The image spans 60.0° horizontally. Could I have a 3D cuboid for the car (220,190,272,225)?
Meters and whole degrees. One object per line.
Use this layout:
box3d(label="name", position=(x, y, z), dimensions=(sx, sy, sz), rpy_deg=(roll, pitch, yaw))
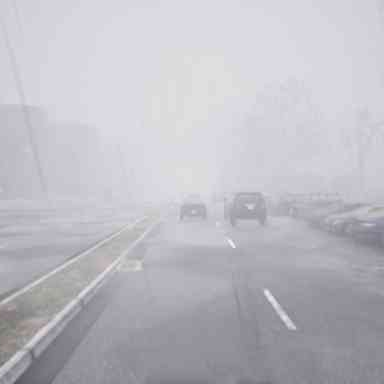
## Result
box3d(label="car", position=(3.355, 0.963, 21.707), dimensions=(2.150, 2.045, 5.566), rpy_deg=(0, 1, 0))

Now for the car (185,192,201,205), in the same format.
box3d(label="car", position=(0.107, 0.812, 42.794), dimensions=(1.994, 1.385, 4.181), rpy_deg=(0, 2, 0))

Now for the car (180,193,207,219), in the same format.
box3d(label="car", position=(0.099, 1.158, 25.231), dimensions=(1.882, 1.535, 5.008), rpy_deg=(0, 1, 0))

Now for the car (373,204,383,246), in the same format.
box3d(label="car", position=(8.760, 1.257, 10.616), dimensions=(4.553, 1.767, 2.185), rpy_deg=(0, 1, 0))

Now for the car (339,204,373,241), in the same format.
box3d(label="car", position=(8.788, 1.386, 13.379), dimensions=(4.674, 1.452, 2.002), rpy_deg=(0, 1, 0))

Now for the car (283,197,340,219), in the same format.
box3d(label="car", position=(8.822, 1.252, 21.643), dimensions=(4.792, 1.488, 2.163), rpy_deg=(0, 1, 0))

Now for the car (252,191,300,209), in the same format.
box3d(label="car", position=(8.826, 0.813, 35.412), dimensions=(4.553, 1.767, 2.185), rpy_deg=(0, 2, 0))

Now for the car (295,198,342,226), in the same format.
box3d(label="car", position=(8.762, 1.299, 18.891), dimensions=(4.792, 1.488, 2.163), rpy_deg=(0, 1, 0))

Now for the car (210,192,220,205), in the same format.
box3d(label="car", position=(3.359, 0.752, 42.438), dimensions=(2.128, 1.511, 4.902), rpy_deg=(0, 2, 0))

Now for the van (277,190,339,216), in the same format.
box3d(label="van", position=(8.910, 0.949, 24.390), dimensions=(4.442, 1.987, 1.878), rpy_deg=(0, 1, 0))

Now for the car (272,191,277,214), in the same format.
box3d(label="car", position=(8.763, 0.996, 27.276), dimensions=(4.553, 1.767, 2.185), rpy_deg=(0, 1, 0))

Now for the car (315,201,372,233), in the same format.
box3d(label="car", position=(8.794, 1.349, 16.133), dimensions=(4.674, 1.452, 2.002), rpy_deg=(0, 1, 0))

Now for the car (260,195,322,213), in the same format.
box3d(label="car", position=(8.789, 1.068, 29.906), dimensions=(4.892, 1.521, 2.231), rpy_deg=(0, 1, 0))
